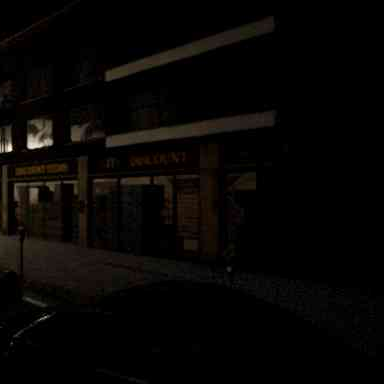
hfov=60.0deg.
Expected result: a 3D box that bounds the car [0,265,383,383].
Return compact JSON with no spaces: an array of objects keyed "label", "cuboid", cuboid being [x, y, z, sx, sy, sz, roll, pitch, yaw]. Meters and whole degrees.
[{"label":"car","cuboid":[-0.488,1.564,3.204,4.313,1.339,1.947,0,0,36]}]
